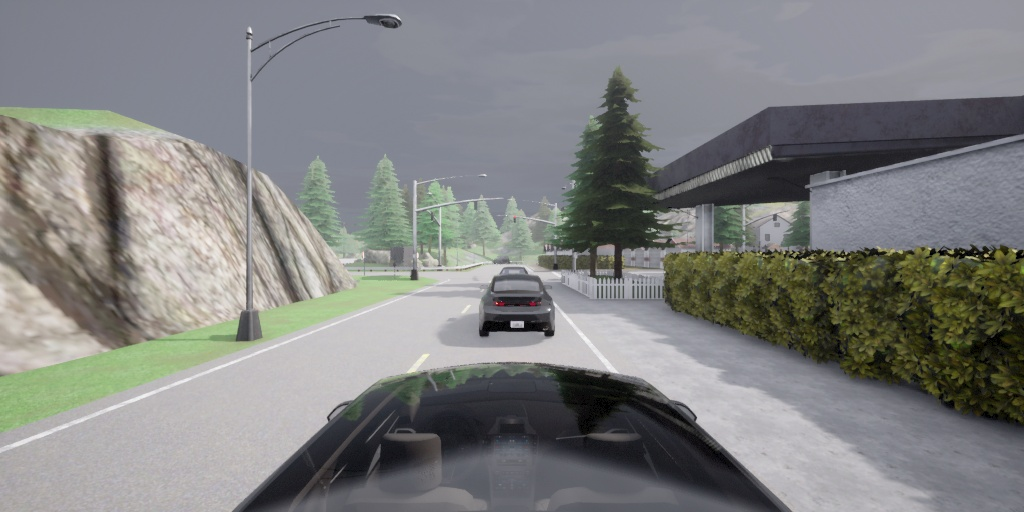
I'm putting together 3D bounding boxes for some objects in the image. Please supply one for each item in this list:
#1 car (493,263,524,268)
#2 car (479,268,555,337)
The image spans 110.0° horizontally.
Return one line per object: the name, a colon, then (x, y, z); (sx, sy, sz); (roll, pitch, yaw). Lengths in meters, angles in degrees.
car: (0.112, 1.297, 20.026); (2.033, 1.411, 5.357); (0, 0, 2)
car: (0.119, 1.255, 10.288); (1.837, 1.490, 4.892); (0, 0, 0)
